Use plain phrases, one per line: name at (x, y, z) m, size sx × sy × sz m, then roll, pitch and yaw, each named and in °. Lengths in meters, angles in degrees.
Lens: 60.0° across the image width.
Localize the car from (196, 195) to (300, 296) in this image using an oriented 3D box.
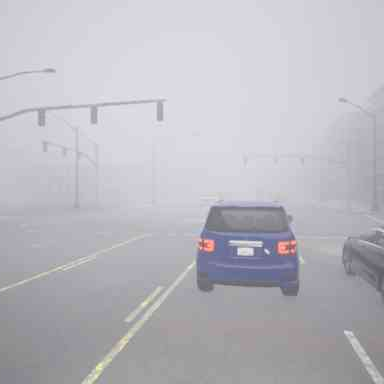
car at (1.517, 1.219, 8.930) m, size 2.150 × 2.045 × 5.566 m, roll 0°, pitch 0°, yaw 11°

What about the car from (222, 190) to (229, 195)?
car at (4.547, 0.909, 57.667) m, size 2.150 × 2.045 × 5.566 m, roll 0°, pitch 1°, yaw 11°

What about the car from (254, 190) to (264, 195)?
car at (15.302, 0.882, 75.471) m, size 1.994 × 1.385 × 4.181 m, roll 0°, pitch 1°, yaw 11°

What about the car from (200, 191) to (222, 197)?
car at (2.515, 1.065, 47.481) m, size 2.150 × 2.045 × 5.566 m, roll 0°, pitch 1°, yaw 11°

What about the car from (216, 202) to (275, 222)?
car at (4.174, 1.529, 26.295) m, size 4.181 × 1.385 × 1.994 m, roll 0°, pitch 0°, yaw -11°

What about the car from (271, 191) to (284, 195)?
car at (16.116, 1.078, 61.077) m, size 2.128 × 1.511 × 4.902 m, roll 0°, pitch 1°, yaw 11°

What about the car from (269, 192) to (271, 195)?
car at (20.757, 0.526, 84.975) m, size 2.097 × 1.767 × 4.553 m, roll 0°, pitch 1°, yaw 11°

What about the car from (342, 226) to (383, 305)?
car at (4.784, 1.489, 7.407) m, size 2.128 × 1.511 × 4.902 m, roll 0°, pitch 0°, yaw 11°
